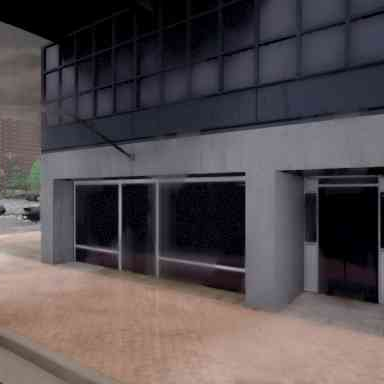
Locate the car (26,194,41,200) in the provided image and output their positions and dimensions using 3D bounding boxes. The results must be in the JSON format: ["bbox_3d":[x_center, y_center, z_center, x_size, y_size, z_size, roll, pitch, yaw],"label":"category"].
[{"bbox_3d":[-30.218,1.153,64.697,4.605,1.855,1.932,0,0,35],"label":"car"}]

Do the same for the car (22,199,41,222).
[{"bbox_3d":[-10.283,1.505,25.359,1.837,1.490,4.892,0,0,36],"label":"car"}]

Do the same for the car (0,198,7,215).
[{"bbox_3d":[-17.866,1.491,27.171,2.128,1.511,4.902,0,0,36],"label":"car"}]
